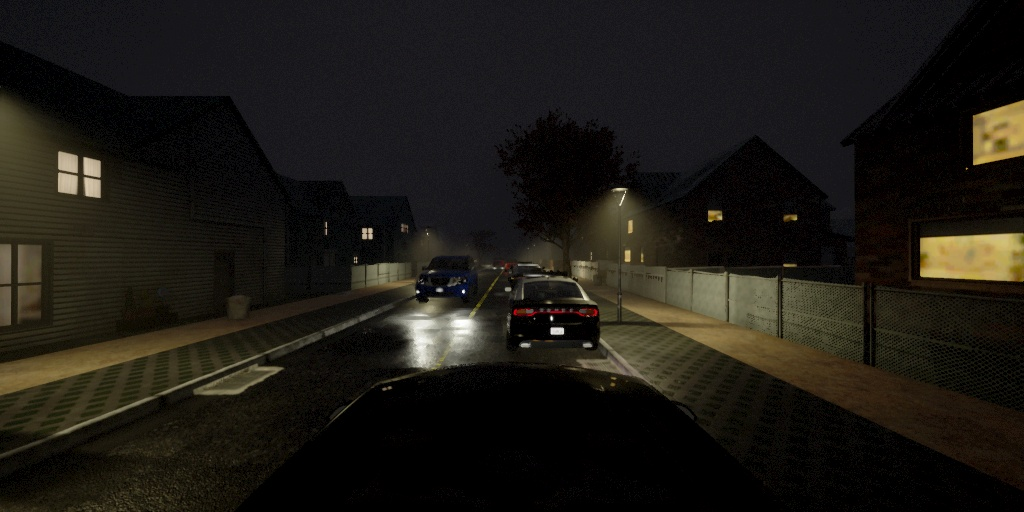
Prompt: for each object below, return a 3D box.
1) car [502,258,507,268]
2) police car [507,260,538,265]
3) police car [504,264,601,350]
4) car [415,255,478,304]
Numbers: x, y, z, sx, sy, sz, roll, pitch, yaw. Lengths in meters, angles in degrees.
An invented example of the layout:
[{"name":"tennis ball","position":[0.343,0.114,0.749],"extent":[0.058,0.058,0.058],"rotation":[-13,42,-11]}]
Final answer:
[{"name":"car","position":[0.116,1.209,47.991],"extent":[2.097,1.767,4.553],"rotation":[0,0,1]},{"name":"police car","position":[0.853,1.184,19.178],"extent":[1.930,1.638,5.238],"rotation":[0,0,0]},{"name":"police car","position":[0.837,1.178,9.177],"extent":[1.930,1.638,5.238],"rotation":[0,0,0]},{"name":"car","position":[-2.826,0.979,16.775],"extent":[2.150,2.045,5.566],"rotation":[0,0,0]}]
